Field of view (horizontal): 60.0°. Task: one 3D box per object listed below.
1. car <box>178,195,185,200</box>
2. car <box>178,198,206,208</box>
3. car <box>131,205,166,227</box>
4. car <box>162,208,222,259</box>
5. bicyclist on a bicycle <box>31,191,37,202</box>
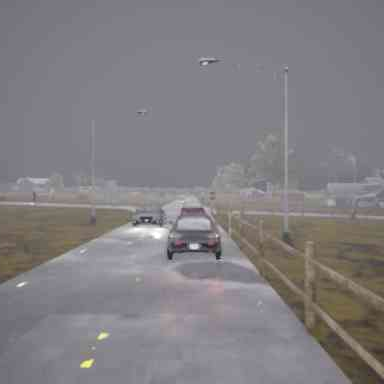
[{"bbox_3d":[-2.735,1.592,87.257,1.882,1.535,5.008,0,0,0],"label":"car"},{"bbox_3d":[0.063,1.477,26.363,1.882,1.535,5.008,0,0,0],"label":"car"},{"bbox_3d":[-2.819,1.558,22.596,1.994,1.385,4.181,0,0,0],"label":"car"},{"bbox_3d":[0.071,1.516,12.486,1.812,1.442,4.674,0,0,0],"label":"car"},{"bbox_3d":[-22.610,0.681,47.549,0.582,1.620,1.656,2,0,0],"label":"bicyclist on a bicycle"}]
